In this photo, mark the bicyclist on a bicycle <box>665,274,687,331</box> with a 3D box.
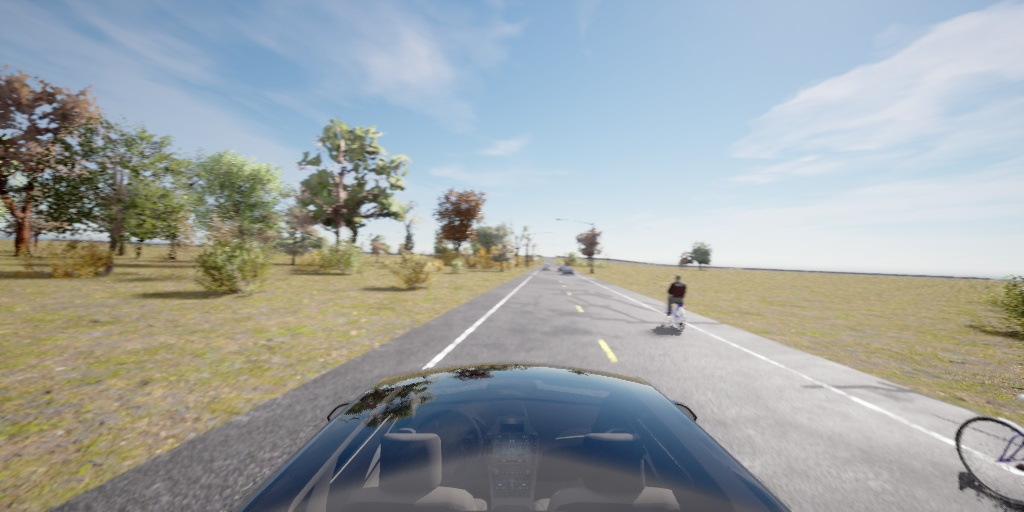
[{"bbox_3d":[5.283,1.465,11.654,0.659,1.776,1.843,2,0,6],"label":"bicyclist on a bicycle"}]

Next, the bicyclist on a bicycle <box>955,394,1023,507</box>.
[{"bbox_3d":[4.375,1.316,2.696,0.659,1.776,1.843,2,0,6],"label":"bicyclist on a bicycle"}]

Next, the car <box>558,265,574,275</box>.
[{"bbox_3d":[9.118,2.380,58.842,2.033,1.411,5.357,2,-1,6],"label":"car"}]
